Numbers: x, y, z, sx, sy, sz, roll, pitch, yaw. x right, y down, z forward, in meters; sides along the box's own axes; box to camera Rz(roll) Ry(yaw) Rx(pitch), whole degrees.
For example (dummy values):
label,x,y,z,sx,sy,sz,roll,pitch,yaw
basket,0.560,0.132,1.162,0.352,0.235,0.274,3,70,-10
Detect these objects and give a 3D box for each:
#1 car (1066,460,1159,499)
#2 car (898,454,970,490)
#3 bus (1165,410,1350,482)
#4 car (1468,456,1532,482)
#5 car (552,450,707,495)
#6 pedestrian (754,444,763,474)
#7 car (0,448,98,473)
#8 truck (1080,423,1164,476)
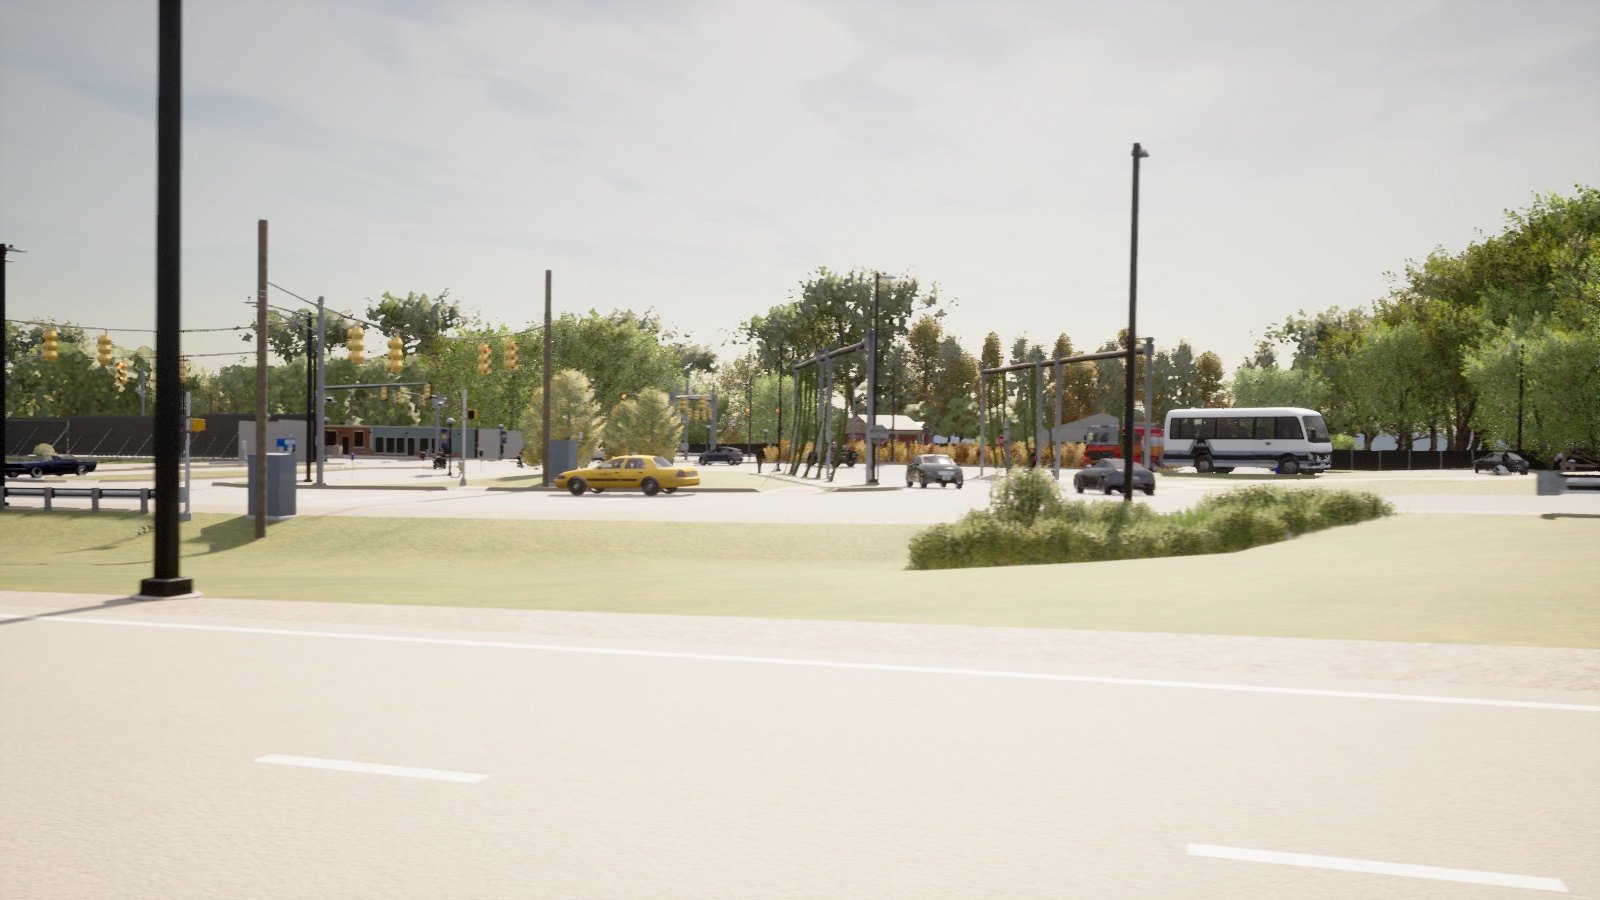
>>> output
label,x,y,z,sx,sy,sz,roll,pitch,yaw
car,11.910,1.106,48.150,1.994,1.385,4.181,1,-1,-8
car,5.873,0.949,55.799,2.128,1.511,4.902,1,-1,-7
bus,28.733,-0.313,79.361,3.944,4.253,10.273,-1,1,-44
car,44.801,1.196,80.475,1.812,1.442,4.674,1,2,5
car,-6.206,0.787,45.759,5.366,1.575,1.801,0,1,18
pedestrian,-2.605,0.550,79.124,0.431,1.840,0.703,1,1,-7
car,-41.815,0.571,69.909,1.895,1.301,4.718,1,1,18
truck,24.298,0.006,94.417,2.891,3.827,8.468,1,0,38
